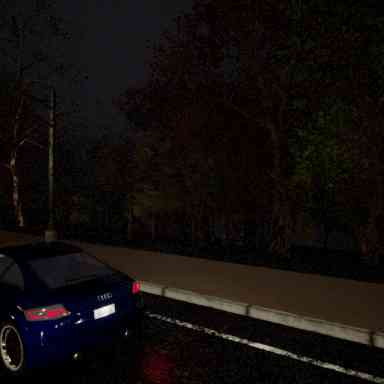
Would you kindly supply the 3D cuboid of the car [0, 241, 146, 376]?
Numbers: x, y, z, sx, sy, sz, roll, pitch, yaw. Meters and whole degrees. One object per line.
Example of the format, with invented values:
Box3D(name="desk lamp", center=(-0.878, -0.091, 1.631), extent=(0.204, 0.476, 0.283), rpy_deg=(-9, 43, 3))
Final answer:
Box3D(name="car", center=(-2.775, 1.563, 5.647), extent=(4.181, 1.385, 1.994), rpy_deg=(0, 0, 37))
